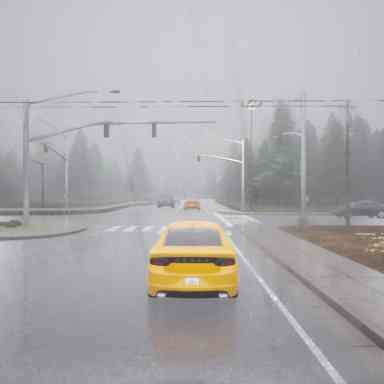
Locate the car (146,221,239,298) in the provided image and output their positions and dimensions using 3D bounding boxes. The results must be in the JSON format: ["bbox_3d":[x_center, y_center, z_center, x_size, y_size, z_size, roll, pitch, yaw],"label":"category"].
[{"bbox_3d":[0.049,1.474,8.552,1.882,1.535,5.008,0,0,1],"label":"car"}]

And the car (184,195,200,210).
[{"bbox_3d":[0.017,1.478,42.215,1.882,1.535,5.008,0,0,0],"label":"car"}]

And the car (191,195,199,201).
[{"bbox_3d":[0.696,1.442,83.168,1.837,1.490,4.892,0,0,2],"label":"car"}]

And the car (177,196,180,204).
[{"bbox_3d":[-3.468,1.351,62.629,2.097,1.767,4.553,0,0,1],"label":"car"}]

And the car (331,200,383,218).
[{"bbox_3d":[14.910,1.531,29.530,4.892,1.490,1.837,0,0,1],"label":"car"}]

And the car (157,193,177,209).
[{"bbox_3d":[-3.587,1.220,45.917,2.150,2.045,5.566,0,0,-1],"label":"car"}]

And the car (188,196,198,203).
[{"bbox_3d":[0.297,1.537,72.776,2.033,1.411,5.357,0,0,2],"label":"car"}]
